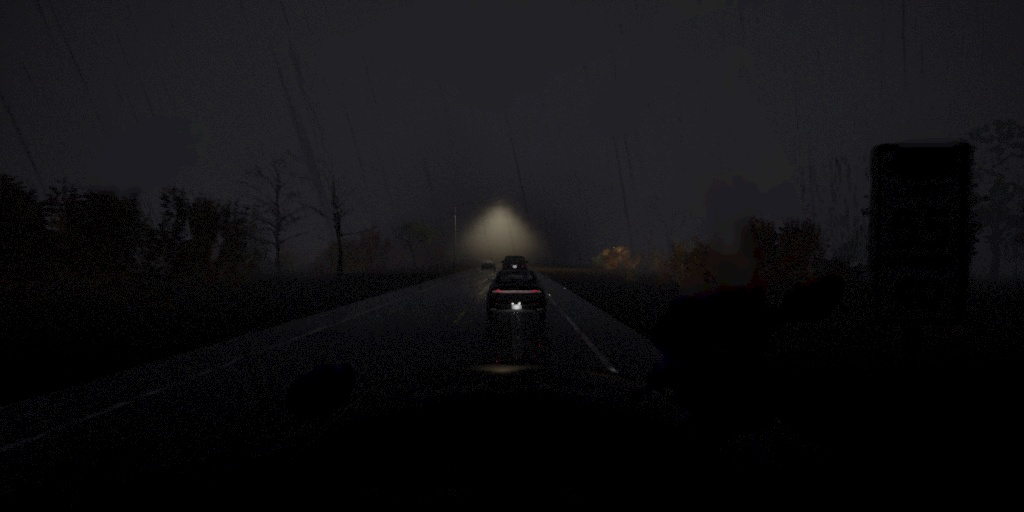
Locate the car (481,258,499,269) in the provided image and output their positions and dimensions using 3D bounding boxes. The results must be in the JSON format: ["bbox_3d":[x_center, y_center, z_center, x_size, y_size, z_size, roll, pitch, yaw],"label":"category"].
[{"bbox_3d":[-3.360,1.342,51.949,1.994,1.385,4.181,0,0,1],"label":"car"}]

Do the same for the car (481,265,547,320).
[{"bbox_3d":[0.144,1.242,12.667,2.128,1.511,4.902,0,0,0],"label":"car"}]

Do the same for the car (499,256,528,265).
[{"bbox_3d":[0.226,0.982,31.572,2.150,2.045,5.566,0,0,0],"label":"car"}]
